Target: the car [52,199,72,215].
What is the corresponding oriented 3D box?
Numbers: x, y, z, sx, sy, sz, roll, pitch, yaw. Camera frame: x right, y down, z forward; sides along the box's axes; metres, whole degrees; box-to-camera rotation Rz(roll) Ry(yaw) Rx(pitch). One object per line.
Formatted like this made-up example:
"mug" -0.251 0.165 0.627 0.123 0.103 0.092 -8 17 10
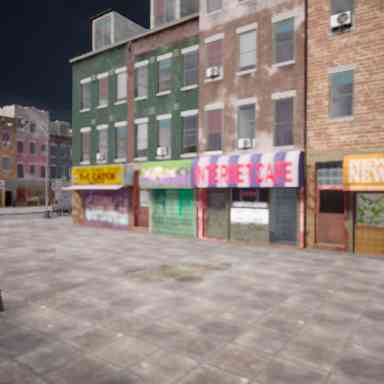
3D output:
"car" -10.360 1.334 30.610 2.128 1.511 4.902 0 1 36
